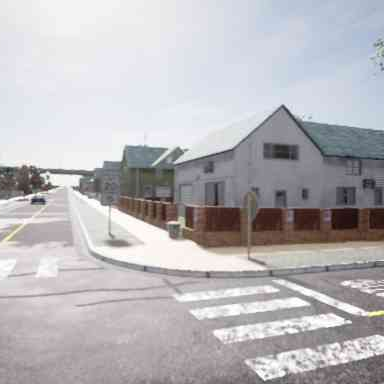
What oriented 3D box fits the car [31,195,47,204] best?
[{"bbox_3d":[-22.049,1.025,47.942,1.895,1.301,4.718,1,0,-21],"label":"car"}]
